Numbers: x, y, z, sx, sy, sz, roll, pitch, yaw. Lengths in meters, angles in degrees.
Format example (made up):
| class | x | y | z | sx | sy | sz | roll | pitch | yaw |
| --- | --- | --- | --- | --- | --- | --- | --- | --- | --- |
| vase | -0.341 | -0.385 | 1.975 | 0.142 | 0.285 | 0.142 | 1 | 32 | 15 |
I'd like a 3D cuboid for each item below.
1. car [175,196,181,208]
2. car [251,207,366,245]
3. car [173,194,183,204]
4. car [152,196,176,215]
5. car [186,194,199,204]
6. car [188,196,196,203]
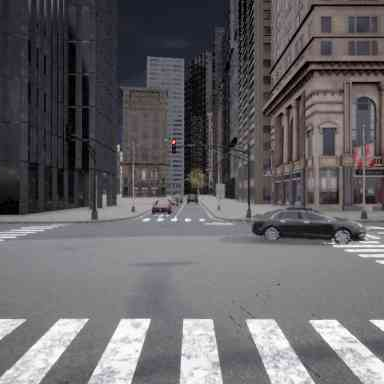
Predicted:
| class | x | y | z | sx | sy | sz | roll | pitch | yaw |
| --- | --- | --- | --- | --- | --- | --- | --- | --- | --- |
| car | -3.075 | 1.642 | 50.755 | 1.994 | 1.385 | 4.181 | 0 | 0 | 0 |
| car | 5.170 | 1.476 | 15.171 | 4.892 | 1.490 | 1.837 | 0 | 2 | 20 |
| car | -3.000 | 1.462 | 69.251 | 2.150 | 2.045 | 5.566 | 0 | 0 | 0 |
| car | -3.051 | 1.520 | 35.028 | 1.882 | 1.535 | 5.008 | 0 | 0 | 1 |
| car | 0.102 | 1.341 | 64.856 | 2.150 | 2.045 | 5.566 | 0 | 0 | 0 |
| car | 0.000 | 1.657 | 75.286 | 1.837 | 1.490 | 4.892 | 0 | 0 | 0 |
